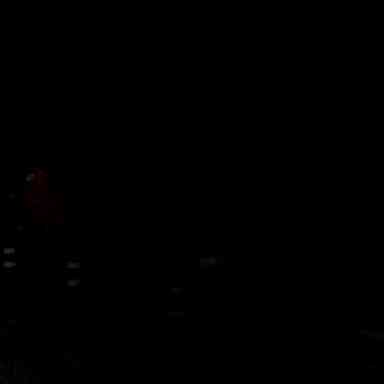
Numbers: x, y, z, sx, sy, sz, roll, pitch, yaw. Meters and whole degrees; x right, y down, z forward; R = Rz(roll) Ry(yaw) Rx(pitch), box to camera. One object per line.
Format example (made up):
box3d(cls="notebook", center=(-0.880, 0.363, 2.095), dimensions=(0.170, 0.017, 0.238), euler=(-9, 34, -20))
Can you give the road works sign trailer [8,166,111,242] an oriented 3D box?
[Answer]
box3d(cls="road works sign trailer", center=(-4.909, 0.813, 12.148), dimensions=(3.560, 2.880, 2.380), euler=(3, -41, 36))
